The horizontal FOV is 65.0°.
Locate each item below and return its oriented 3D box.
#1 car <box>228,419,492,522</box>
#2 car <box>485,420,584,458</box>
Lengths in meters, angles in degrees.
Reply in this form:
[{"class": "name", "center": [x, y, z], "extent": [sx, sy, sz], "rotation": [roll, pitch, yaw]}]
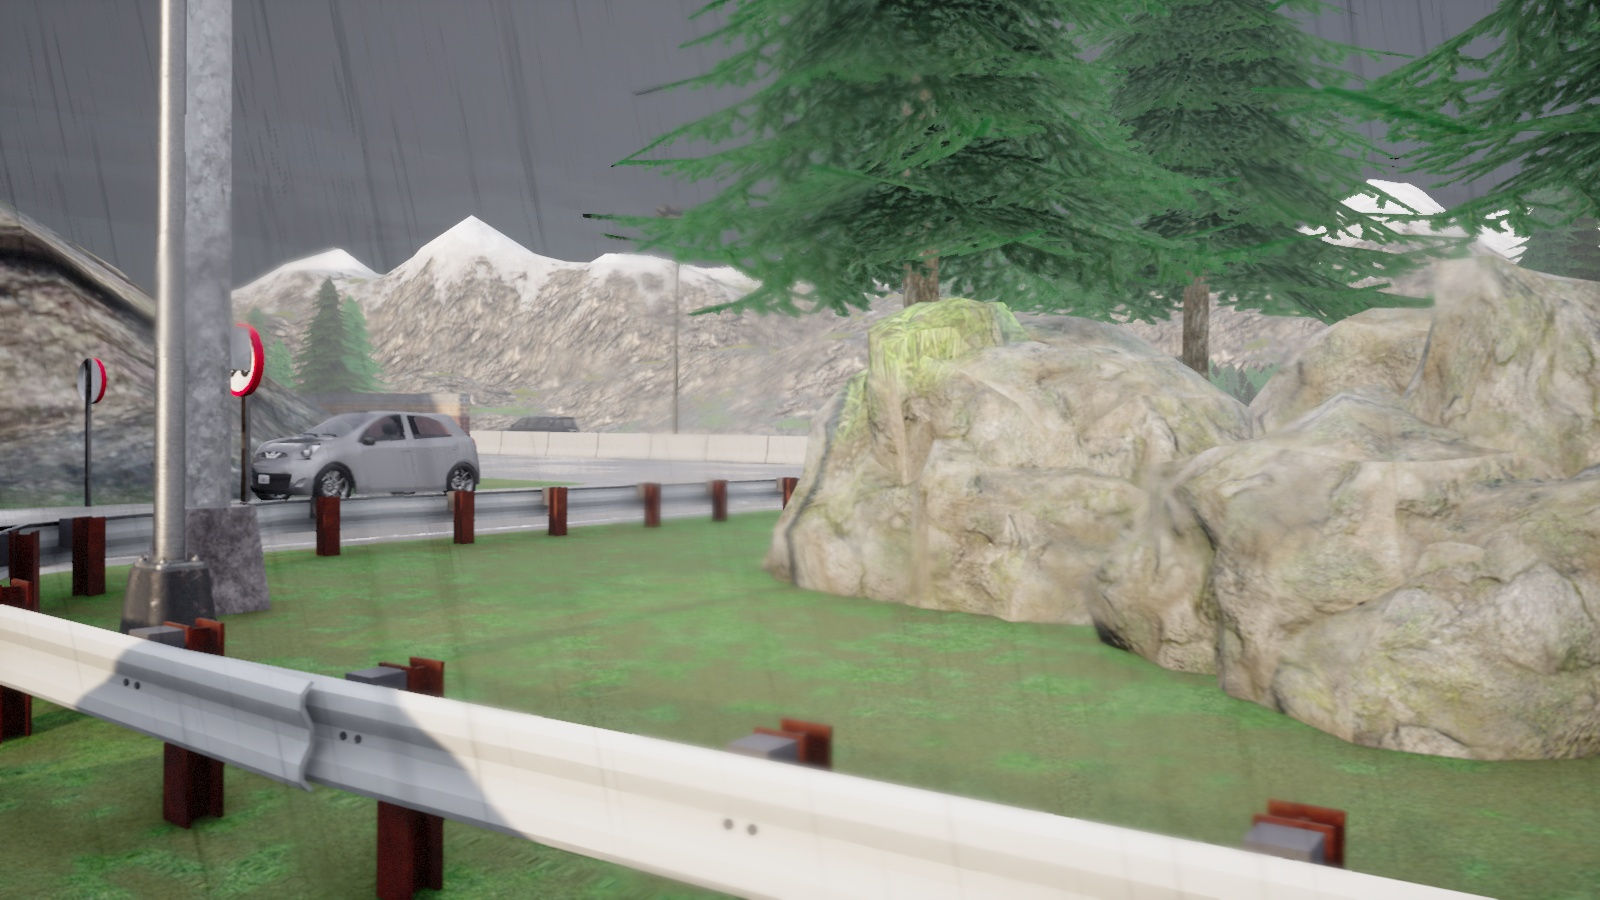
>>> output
[{"class": "car", "center": [-6.997, 0.260, 20.269], "extent": [1.845, 1.501, 3.633], "rotation": [0, 1, 33]}, {"class": "car", "center": [-14.967, -0.619, 70.600], "extent": [5.566, 2.045, 2.150], "rotation": [0, 1, 33]}]
